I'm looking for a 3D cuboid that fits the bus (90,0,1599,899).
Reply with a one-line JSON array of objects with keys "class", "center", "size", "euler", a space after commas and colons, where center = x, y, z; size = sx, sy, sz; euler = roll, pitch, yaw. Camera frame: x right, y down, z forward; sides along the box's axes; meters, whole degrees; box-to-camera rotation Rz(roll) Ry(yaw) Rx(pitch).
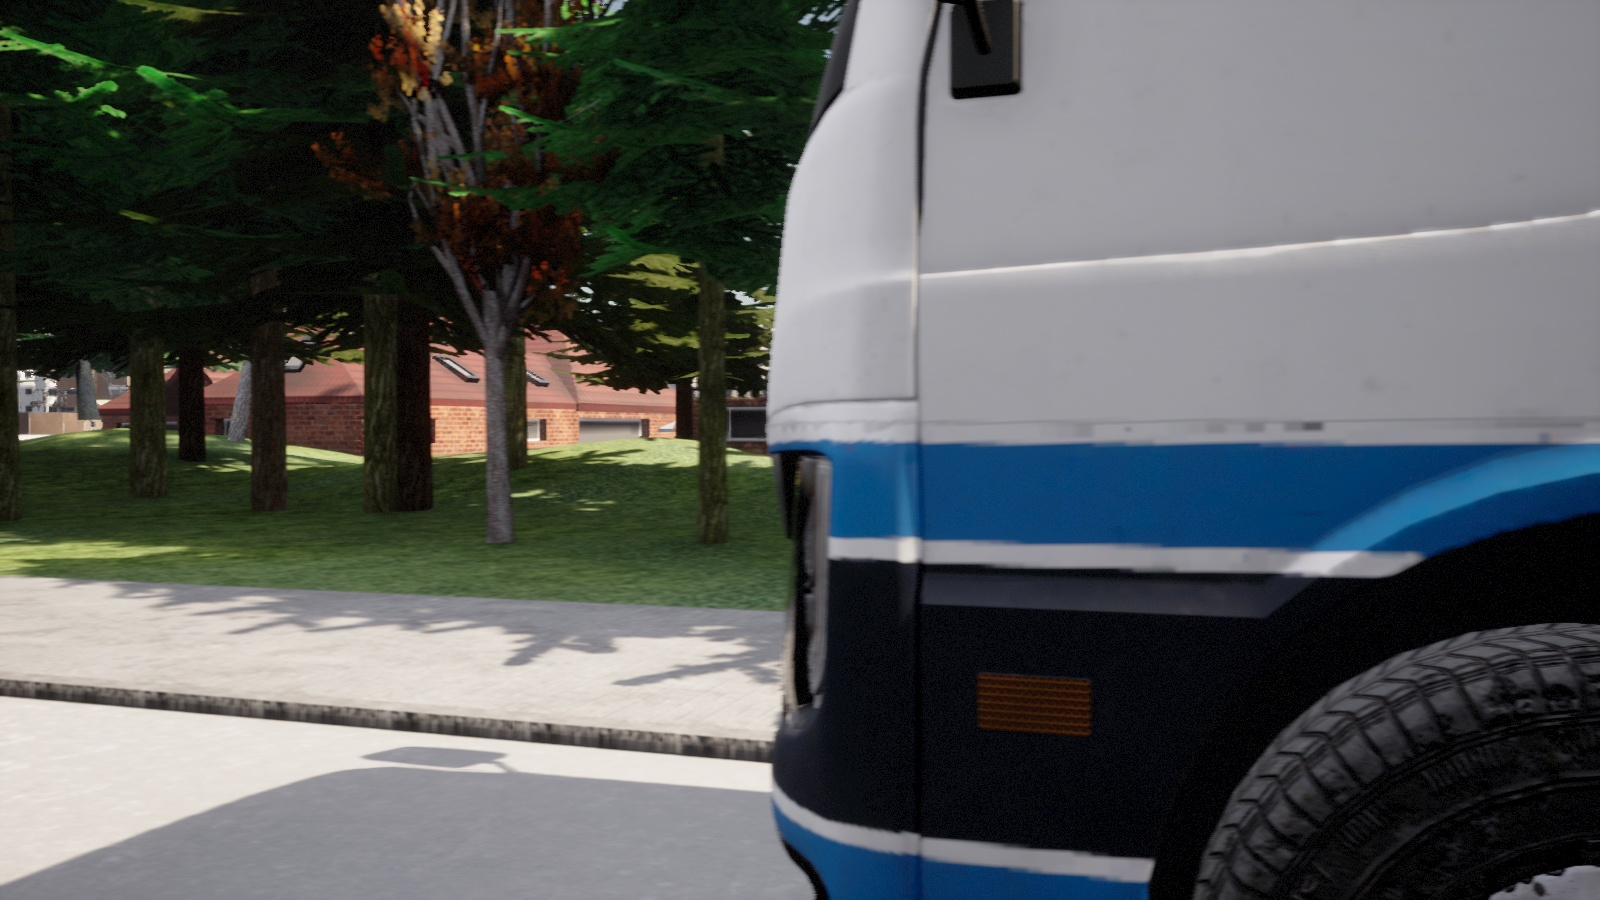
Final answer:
[{"class": "bus", "center": [4.364, -0.569, 2.234], "size": [10.273, 4.253, 3.944], "euler": [1, 1, 19]}]
